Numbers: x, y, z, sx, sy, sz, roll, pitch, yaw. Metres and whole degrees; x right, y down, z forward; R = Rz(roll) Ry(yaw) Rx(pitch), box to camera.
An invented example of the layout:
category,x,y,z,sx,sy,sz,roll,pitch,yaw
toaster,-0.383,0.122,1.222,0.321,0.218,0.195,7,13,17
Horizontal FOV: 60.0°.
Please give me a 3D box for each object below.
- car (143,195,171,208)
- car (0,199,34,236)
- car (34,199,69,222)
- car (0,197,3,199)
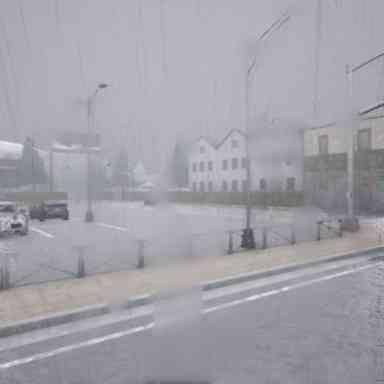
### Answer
category,x,y,z,sx,sy,sz,roll,pitch,yaw
car,-4.563,1.156,42.138,1.837,1.490,4.892,-1,0,-35
car,-8.848,1.234,15.355,1.970,1.475,3.806,-1,0,-36
car,-9.961,1.269,23.221,2.007,1.523,4.514,-1,0,-36
car,-42.384,1.272,70.774,3.866,1.878,1.905,-1,0,-36
